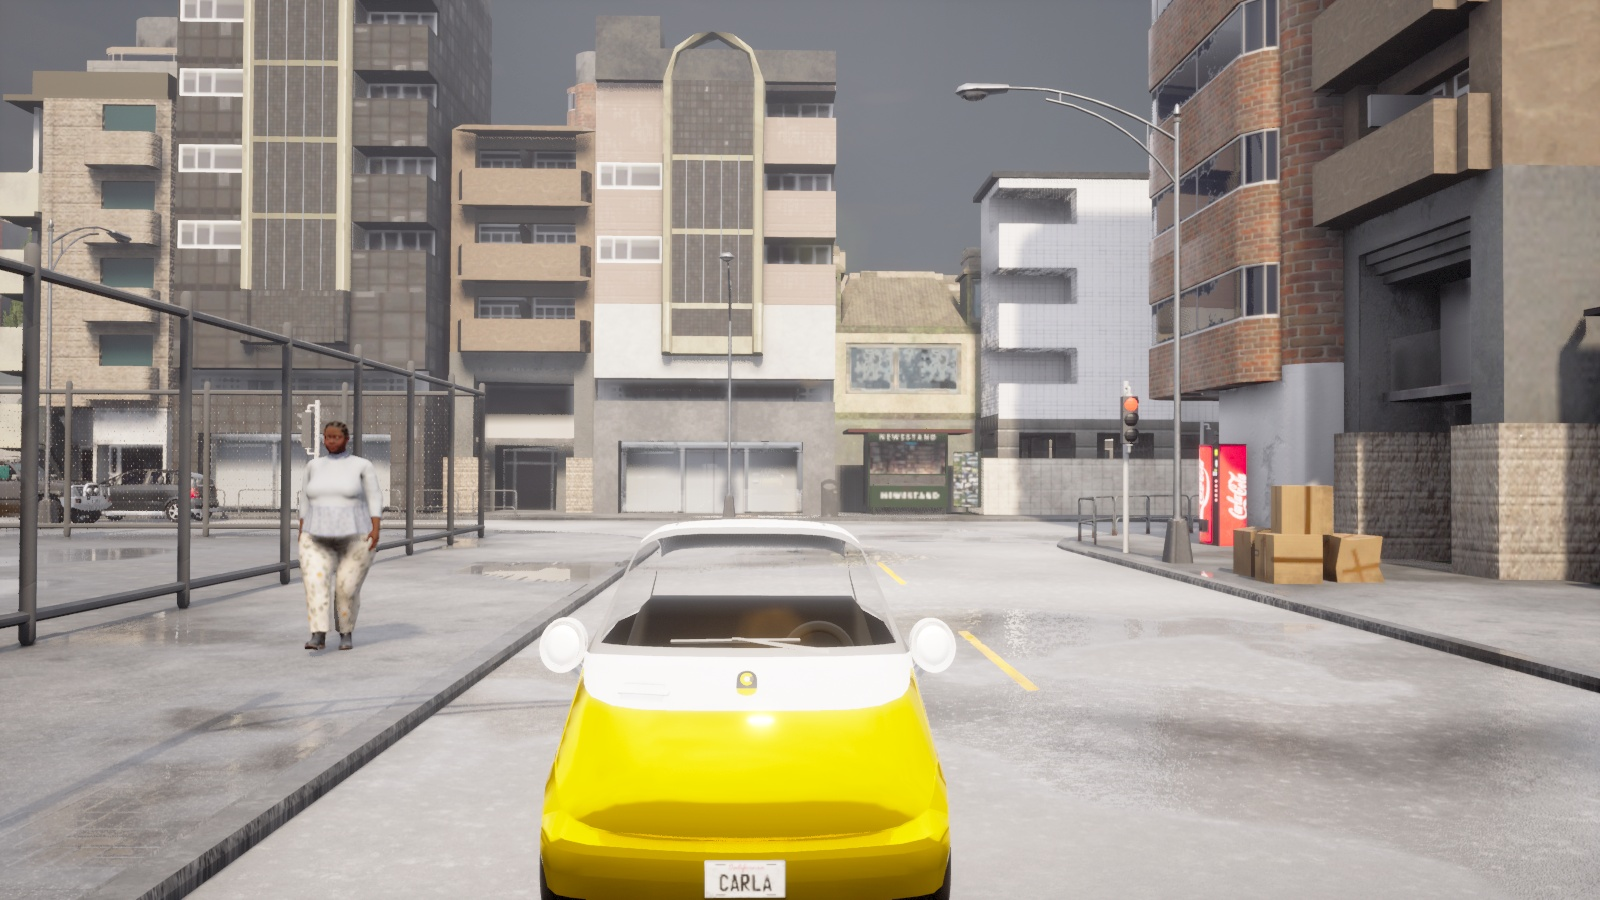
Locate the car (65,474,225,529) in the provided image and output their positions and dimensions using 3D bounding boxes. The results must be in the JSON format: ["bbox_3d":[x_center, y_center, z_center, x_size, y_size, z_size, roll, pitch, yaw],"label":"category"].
[{"bbox_3d":[-19.040,1.483,36.607,3.705,1.549,1.789,0,-1,-2],"label":"car"}]

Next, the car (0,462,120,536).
[{"bbox_3d":[-20.481,1.259,32.573,4.605,1.855,1.932,0,-1,-1],"label":"car"}]

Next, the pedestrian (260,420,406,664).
[{"bbox_3d":[-3.704,0.707,10.045,0.874,1.855,0.900,0,-1,-4],"label":"pedestrian"}]

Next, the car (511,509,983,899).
[{"bbox_3d":[-0.190,0.955,5.061,1.481,1.376,2.207,0,-1,-1],"label":"car"}]
